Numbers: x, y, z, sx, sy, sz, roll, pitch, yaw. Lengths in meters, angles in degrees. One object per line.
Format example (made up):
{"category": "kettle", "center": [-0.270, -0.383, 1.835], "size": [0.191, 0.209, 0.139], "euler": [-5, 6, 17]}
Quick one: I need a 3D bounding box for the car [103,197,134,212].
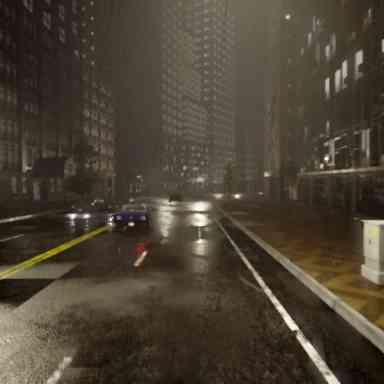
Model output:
{"category": "car", "center": [-6.450, 1.136, 31.401], "size": [2.033, 1.411, 5.357], "euler": [0, 1, 0]}

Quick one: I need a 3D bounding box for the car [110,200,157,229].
{"category": "car", "center": [-3.119, 1.341, 19.363], "size": [1.895, 1.301, 4.718], "euler": [0, 1, 0]}

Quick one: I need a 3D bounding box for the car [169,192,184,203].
{"category": "car", "center": [-2.323, 0.792, 51.172], "size": [1.882, 1.535, 5.008], "euler": [0, 1, 5]}

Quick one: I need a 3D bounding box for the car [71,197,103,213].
{"category": "car", "center": [-9.699, 1.147, 31.508], "size": [2.033, 1.411, 5.357], "euler": [0, 1, 0]}
